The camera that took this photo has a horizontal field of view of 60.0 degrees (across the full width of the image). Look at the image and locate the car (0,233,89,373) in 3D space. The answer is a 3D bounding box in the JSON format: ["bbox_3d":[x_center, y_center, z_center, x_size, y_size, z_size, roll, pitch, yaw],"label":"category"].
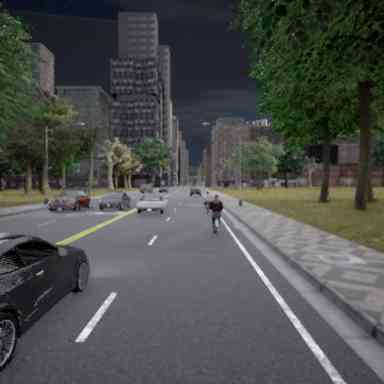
[{"bbox_3d":[-3.120,1.369,5.207,1.812,1.442,4.674,0,2,0],"label":"car"}]

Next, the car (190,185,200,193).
[{"bbox_3d":[0.639,-0.667,74.042,2.097,1.767,4.553,0,1,0],"label":"car"}]

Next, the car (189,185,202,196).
[{"bbox_3d":[0.597,-0.084,57.466,1.837,1.490,4.892,0,1,1],"label":"car"}]

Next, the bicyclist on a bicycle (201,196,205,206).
[{"bbox_3d":[1.095,0.766,23.320,0.866,1.612,1.509,0,2,1],"label":"bicyclist on a bicycle"}]

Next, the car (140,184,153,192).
[{"bbox_3d":[-9.171,-0.626,67.404,2.150,2.045,5.566,0,2,1],"label":"car"}]

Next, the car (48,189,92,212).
[{"bbox_3d":[-9.620,0.591,26.472,2.097,1.767,4.553,0,2,1],"label":"car"}]

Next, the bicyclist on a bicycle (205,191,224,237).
[{"bbox_3d":[1.013,0.963,13.969,0.659,1.776,1.843,0,2,0],"label":"bicyclist on a bicycle"}]

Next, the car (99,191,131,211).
[{"bbox_3d":[-6.358,0.708,27.795,1.837,1.490,4.892,0,2,1],"label":"car"}]

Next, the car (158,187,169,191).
[{"bbox_3d":[-5.905,-0.305,68.986,1.895,1.301,4.718,0,1,0],"label":"car"}]

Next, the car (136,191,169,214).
[{"bbox_3d":[-2.932,0.874,25.304,1.895,1.301,4.718,0,2,0],"label":"car"}]
